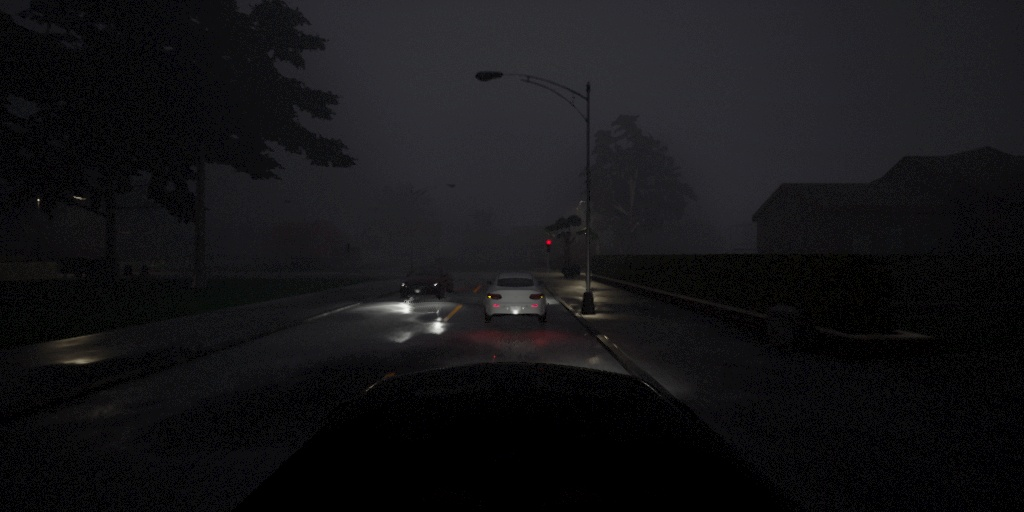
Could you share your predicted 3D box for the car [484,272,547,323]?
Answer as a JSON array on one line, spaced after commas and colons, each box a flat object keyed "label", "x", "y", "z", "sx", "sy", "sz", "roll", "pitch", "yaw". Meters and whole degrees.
[{"label": "car", "x": 0.101, "y": 1.249, "z": 11.939, "sx": 1.812, "sy": 1.442, "sz": 4.674, "roll": 0, "pitch": 0, "yaw": 0}]

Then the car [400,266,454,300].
[{"label": "car", "x": -4.006, "y": 1.233, "z": 17.591, "sx": 1.812, "sy": 1.442, "sz": 4.674, "roll": 0, "pitch": 0, "yaw": 0}]
